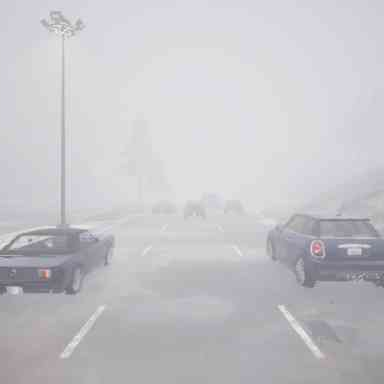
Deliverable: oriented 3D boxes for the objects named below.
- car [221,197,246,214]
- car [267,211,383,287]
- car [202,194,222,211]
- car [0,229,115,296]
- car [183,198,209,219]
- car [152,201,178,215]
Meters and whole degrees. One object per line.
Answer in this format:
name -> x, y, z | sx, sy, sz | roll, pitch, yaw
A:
car -> 4.462, 1.502, 34.806 | 1.837, 1.490, 4.892 | -1, -1, 10
car -> 3.598, 1.351, 9.480 | 2.097, 1.767, 4.553 | 0, 0, 0
car -> 2.536, 1.223, 41.410 | 2.150, 2.045, 5.566 | 0, 0, 15
car -> -3.400, 1.601, 8.631 | 1.895, 1.301, 4.718 | 0, 0, 0
car -> 0.307, 1.505, 28.735 | 1.837, 1.490, 4.892 | 0, 0, 2
car -> -2.704, 1.564, 33.883 | 1.994, 1.385, 4.181 | 0, 0, 7
